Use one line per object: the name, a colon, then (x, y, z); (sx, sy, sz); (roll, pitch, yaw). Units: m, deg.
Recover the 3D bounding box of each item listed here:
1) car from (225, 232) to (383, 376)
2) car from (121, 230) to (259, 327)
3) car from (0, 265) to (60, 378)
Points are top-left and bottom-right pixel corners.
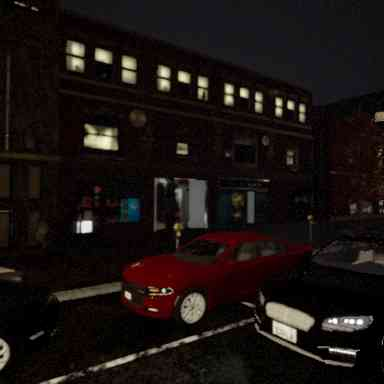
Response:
car: (3.163, 1.497, 5.610); (4.902, 1.511, 2.128); (0, 0, -35)
car: (0.730, 1.549, 7.065); (4.507, 1.381, 1.887); (0, 1, -35)
car: (-3.865, 1.550, 3.789); (4.403, 1.369, 2.008); (0, 1, -35)
